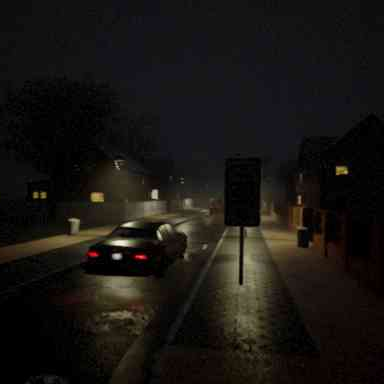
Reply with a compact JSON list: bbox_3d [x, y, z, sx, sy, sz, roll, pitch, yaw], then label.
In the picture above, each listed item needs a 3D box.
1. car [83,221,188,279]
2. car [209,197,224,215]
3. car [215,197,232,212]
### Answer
[{"bbox_3d":[-1.413,1.619,10.390,2.033,1.411,5.357,1,-1,9],"label":"car"},{"bbox_3d":[3.324,1.825,40.110,2.097,1.767,4.553,1,-1,10],"label":"car"},{"bbox_3d":[4.857,1.829,50.142,2.150,2.045,5.566,1,-1,9],"label":"car"}]
